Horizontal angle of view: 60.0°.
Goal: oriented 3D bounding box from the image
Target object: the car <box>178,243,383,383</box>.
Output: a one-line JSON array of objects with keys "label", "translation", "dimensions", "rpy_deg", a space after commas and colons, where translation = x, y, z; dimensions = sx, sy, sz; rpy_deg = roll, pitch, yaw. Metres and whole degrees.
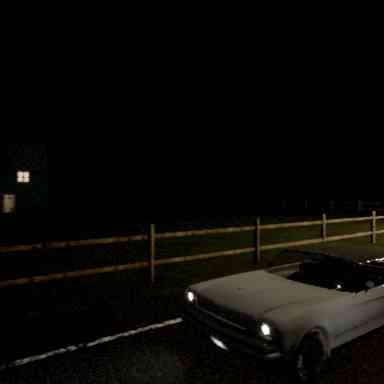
[{"label": "car", "translation": [2.144, 1.611, 5.509], "dimensions": [4.718, 1.301, 1.895], "rpy_deg": [0, 0, -35]}]
